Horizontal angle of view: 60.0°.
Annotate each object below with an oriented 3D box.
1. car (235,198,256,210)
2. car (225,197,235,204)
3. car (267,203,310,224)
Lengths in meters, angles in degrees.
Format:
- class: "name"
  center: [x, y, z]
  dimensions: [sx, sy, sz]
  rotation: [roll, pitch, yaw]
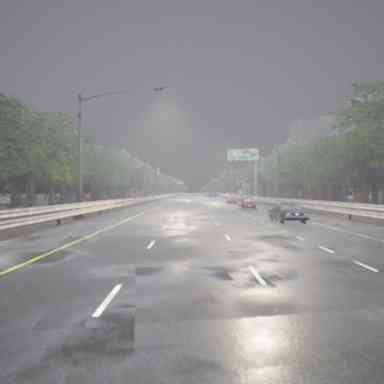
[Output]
- class: "car"
  center: [7.105, 1.537, 42.963]
  dimensions: [1.812, 1.442, 4.674]
  rotation: [0, 0, 0]
- class: "car"
  center: [7.210, 1.589, 61.435]
  dimensions: [1.895, 1.301, 4.718]
  rotation: [0, 0, 0]
- class: "car"
  center: [7.036, 1.553, 24.708]
  dimensions: [2.033, 1.411, 5.357]
  rotation: [0, 0, 0]
